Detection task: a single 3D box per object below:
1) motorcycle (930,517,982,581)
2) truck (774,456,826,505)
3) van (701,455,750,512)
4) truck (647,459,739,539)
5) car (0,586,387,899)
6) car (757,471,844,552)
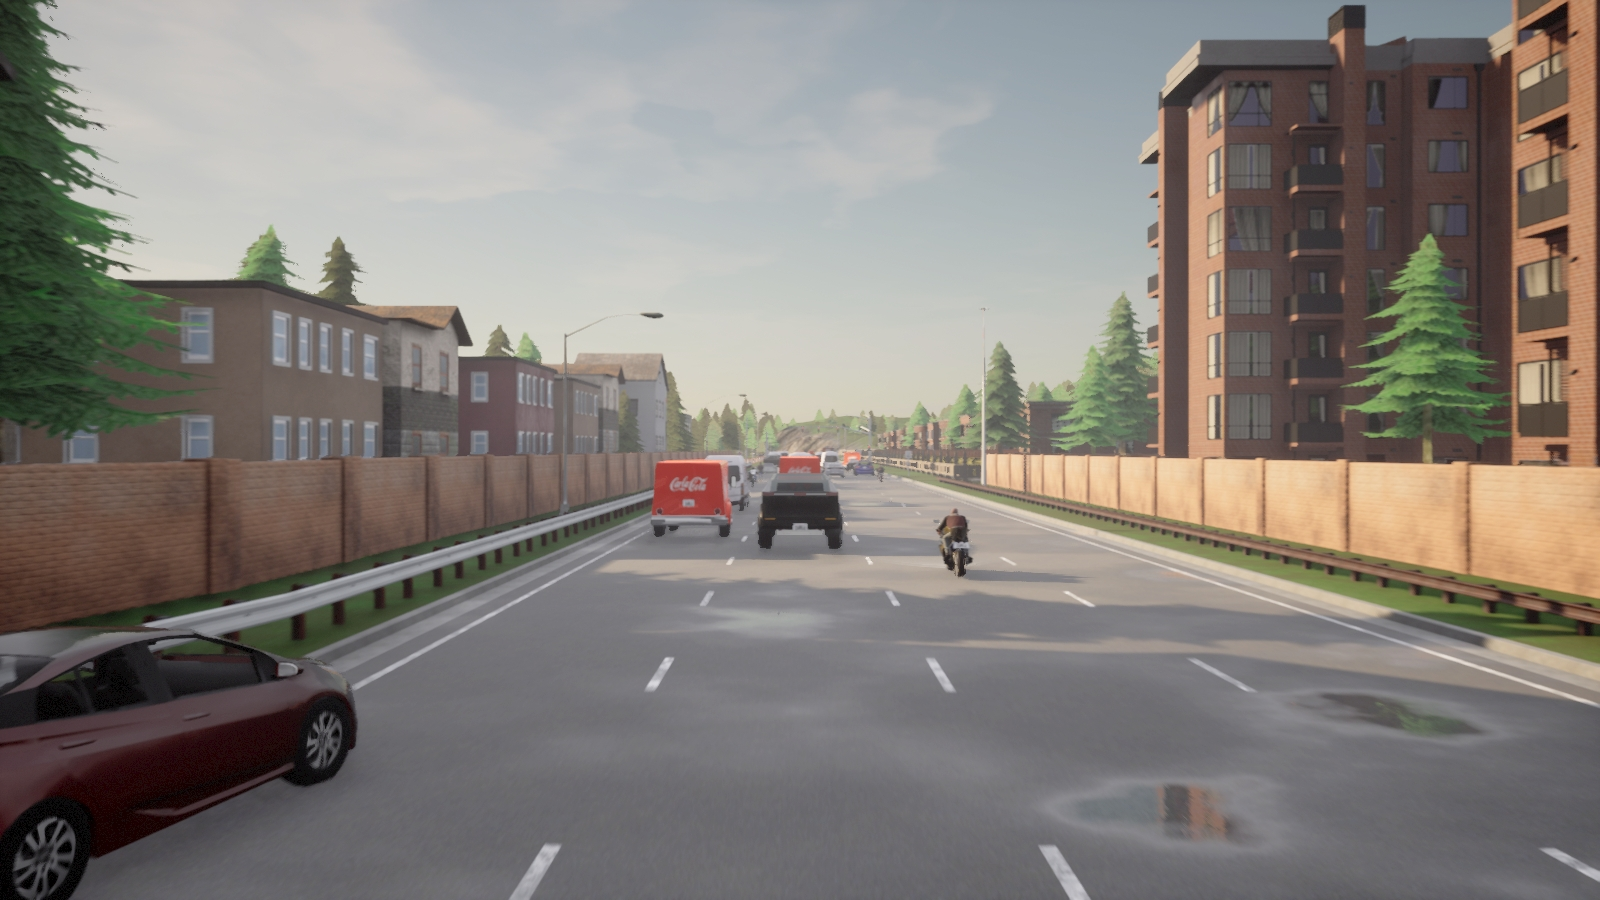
[{"bbox_3d":[3.502,2.205,25.855,0.867,1.251,2.209,0,0,0],"label":"motorcycle"},{"bbox_3d":[0.000,1.569,60.941,2.627,2.467,5.204,0,0,0],"label":"truck"},{"bbox_3d":[-3.505,1.535,54.691,1.988,2.561,5.915,0,0,0],"label":"van"},{"bbox_3d":[-3.499,1.568,38.459,2.627,2.467,5.204,0,0,0],"label":"truck"},{"bbox_3d":[-5.116,2.040,8.313,2.007,1.525,4.514,0,0,9],"label":"car"},{"bbox_3d":[0.005,1.754,34.386,2.390,2.098,6.274,0,0,0],"label":"car"}]
